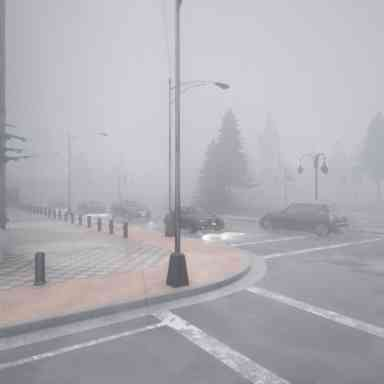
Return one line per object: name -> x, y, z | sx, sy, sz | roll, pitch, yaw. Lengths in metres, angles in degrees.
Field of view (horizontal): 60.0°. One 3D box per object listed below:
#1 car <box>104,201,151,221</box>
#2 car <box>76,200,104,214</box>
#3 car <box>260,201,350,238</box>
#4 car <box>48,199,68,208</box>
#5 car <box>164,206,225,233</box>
car -> -5.029, 1.476, 26.885 | 2.128, 1.511, 4.902 | 0, 0, -35
car -> -10.701, 1.548, 35.031 | 1.994, 1.385, 4.181 | 0, 0, -35
car -> 5.932, 1.337, 17.991 | 2.097, 1.767, 4.553 | 0, 0, -43
car -> -18.990, 1.585, 47.061 | 1.895, 1.301, 4.718 | 0, 0, -35
car -> 0.041, 1.548, 19.609 | 1.994, 1.385, 4.181 | 0, 0, -35
